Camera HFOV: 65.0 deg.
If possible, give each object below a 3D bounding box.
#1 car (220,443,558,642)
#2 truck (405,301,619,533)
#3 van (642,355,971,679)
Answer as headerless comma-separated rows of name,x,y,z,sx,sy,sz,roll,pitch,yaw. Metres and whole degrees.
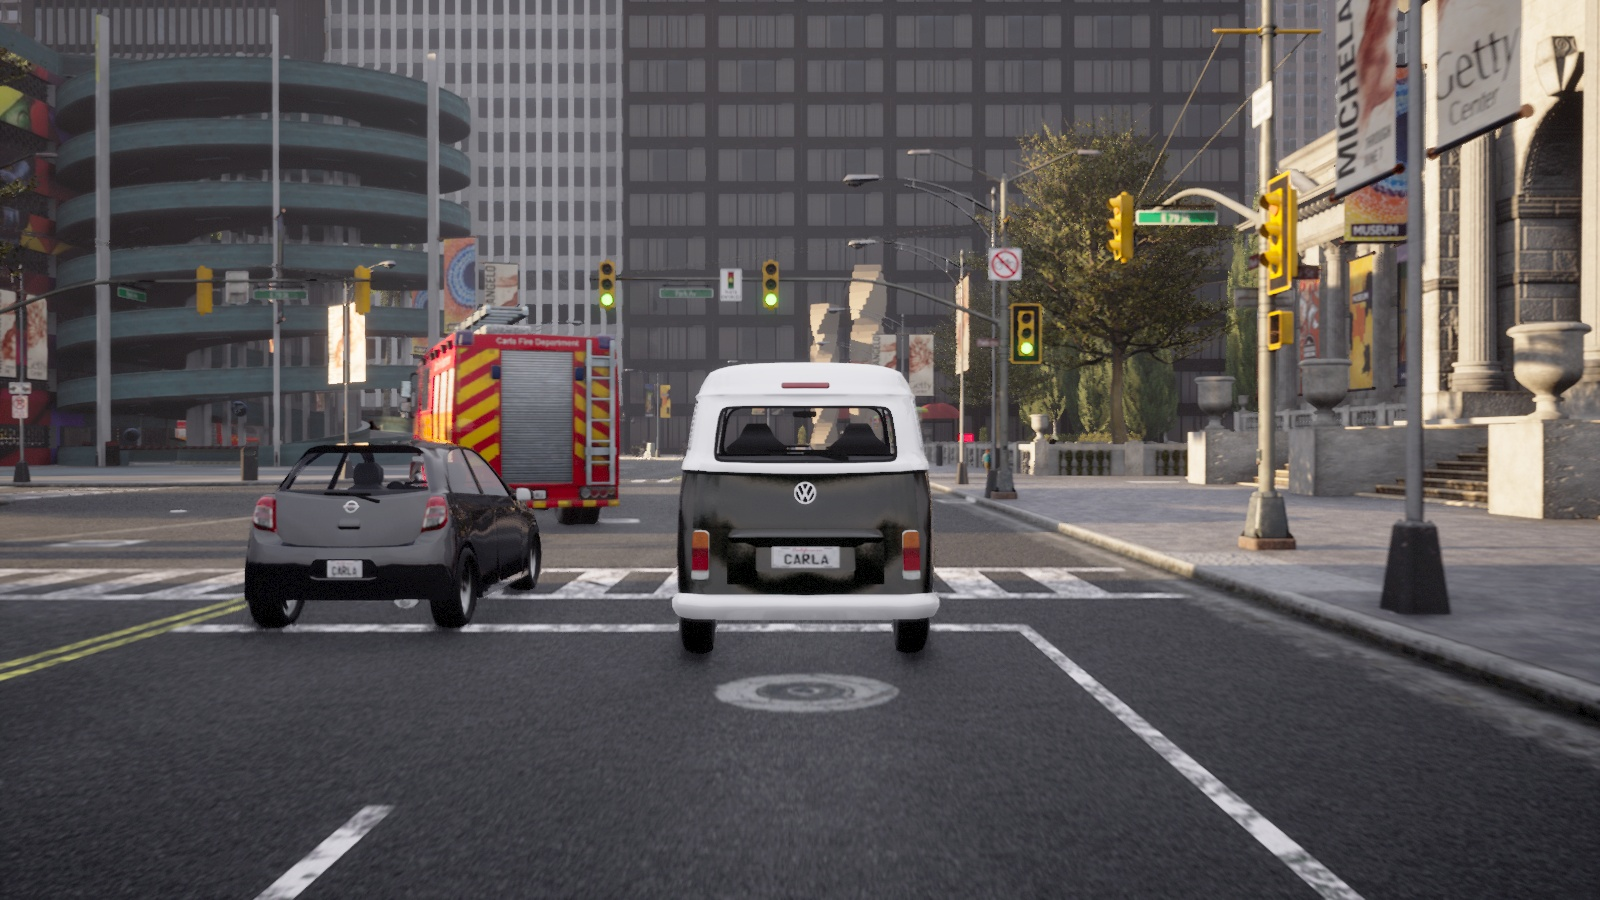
car,-3.454,0.690,11.297,1.845,1.501,3.633,0,0,0
truck,-6.077,-0.573,25.206,2.891,3.827,8.468,0,0,-22
van,0.044,0.410,10.137,2.069,2.038,4.480,0,0,0
